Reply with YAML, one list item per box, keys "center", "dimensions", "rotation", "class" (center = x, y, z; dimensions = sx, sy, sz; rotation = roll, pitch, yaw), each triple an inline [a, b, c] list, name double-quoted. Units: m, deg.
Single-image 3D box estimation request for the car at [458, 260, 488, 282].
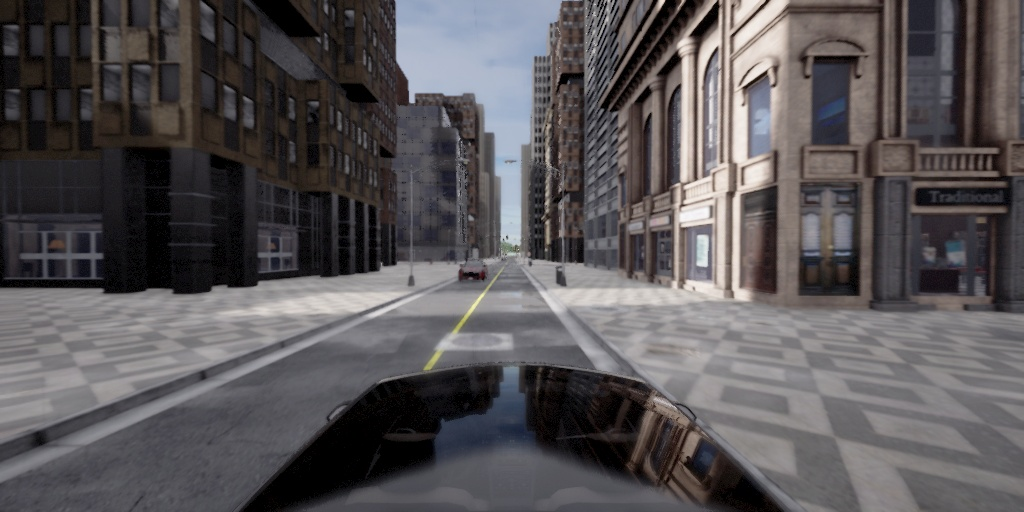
- center: [-3.092, 1.098, 29.144]
  dimensions: [2.097, 1.767, 4.553]
  rotation: [0, 0, 0]
  class: "car"
